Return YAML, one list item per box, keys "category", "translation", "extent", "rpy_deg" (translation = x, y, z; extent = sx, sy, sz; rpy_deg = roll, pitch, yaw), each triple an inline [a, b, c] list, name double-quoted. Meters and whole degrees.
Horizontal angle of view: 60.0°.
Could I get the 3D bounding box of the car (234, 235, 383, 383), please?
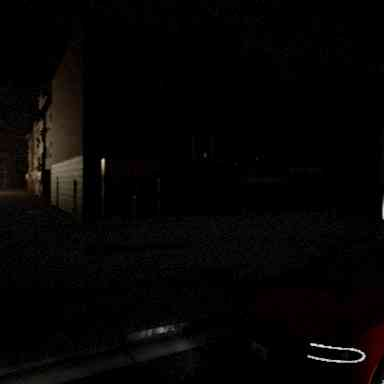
- category: "car"
  translation: [2.911, 1.398, 4.690]
  extent: [5.008, 1.535, 1.882]
  rpy_deg: [0, 2, -28]
